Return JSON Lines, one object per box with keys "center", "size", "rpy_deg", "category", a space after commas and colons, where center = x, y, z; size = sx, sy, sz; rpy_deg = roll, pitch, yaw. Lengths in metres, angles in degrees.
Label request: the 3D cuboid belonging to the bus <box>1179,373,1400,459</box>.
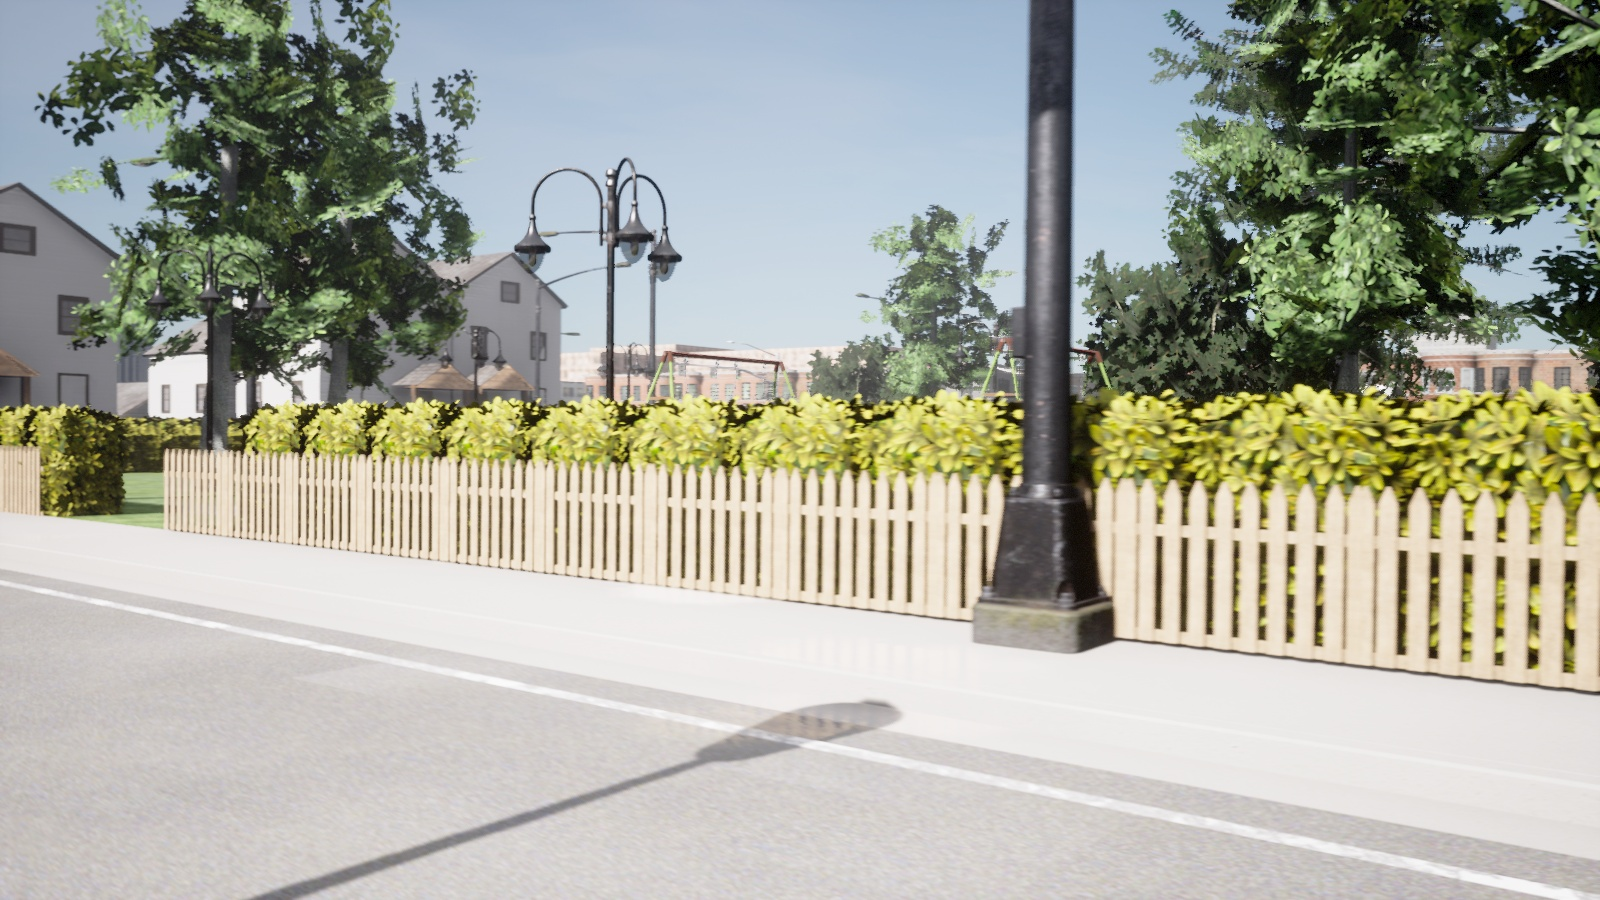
{"center": [25.917, -1.731, 66.817], "size": [10.273, 4.253, 3.944], "rpy_deg": [0, 1, 37], "category": "bus"}
